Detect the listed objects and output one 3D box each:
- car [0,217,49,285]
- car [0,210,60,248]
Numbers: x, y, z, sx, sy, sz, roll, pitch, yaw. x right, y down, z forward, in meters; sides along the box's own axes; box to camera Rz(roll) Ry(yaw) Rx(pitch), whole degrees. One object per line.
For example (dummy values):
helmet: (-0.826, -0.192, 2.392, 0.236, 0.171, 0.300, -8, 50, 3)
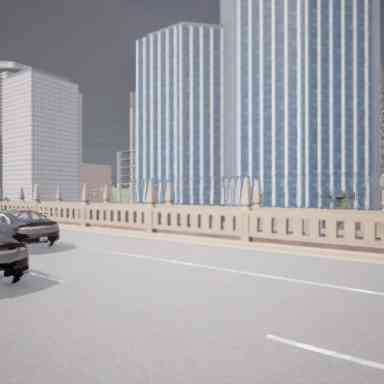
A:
car: (-5.990, 1.494, 8.263, 4.902, 1.511, 2.128, 0, 0, 36)
car: (-7.400, 1.498, 13.567, 4.902, 1.511, 2.128, 0, 0, 35)
